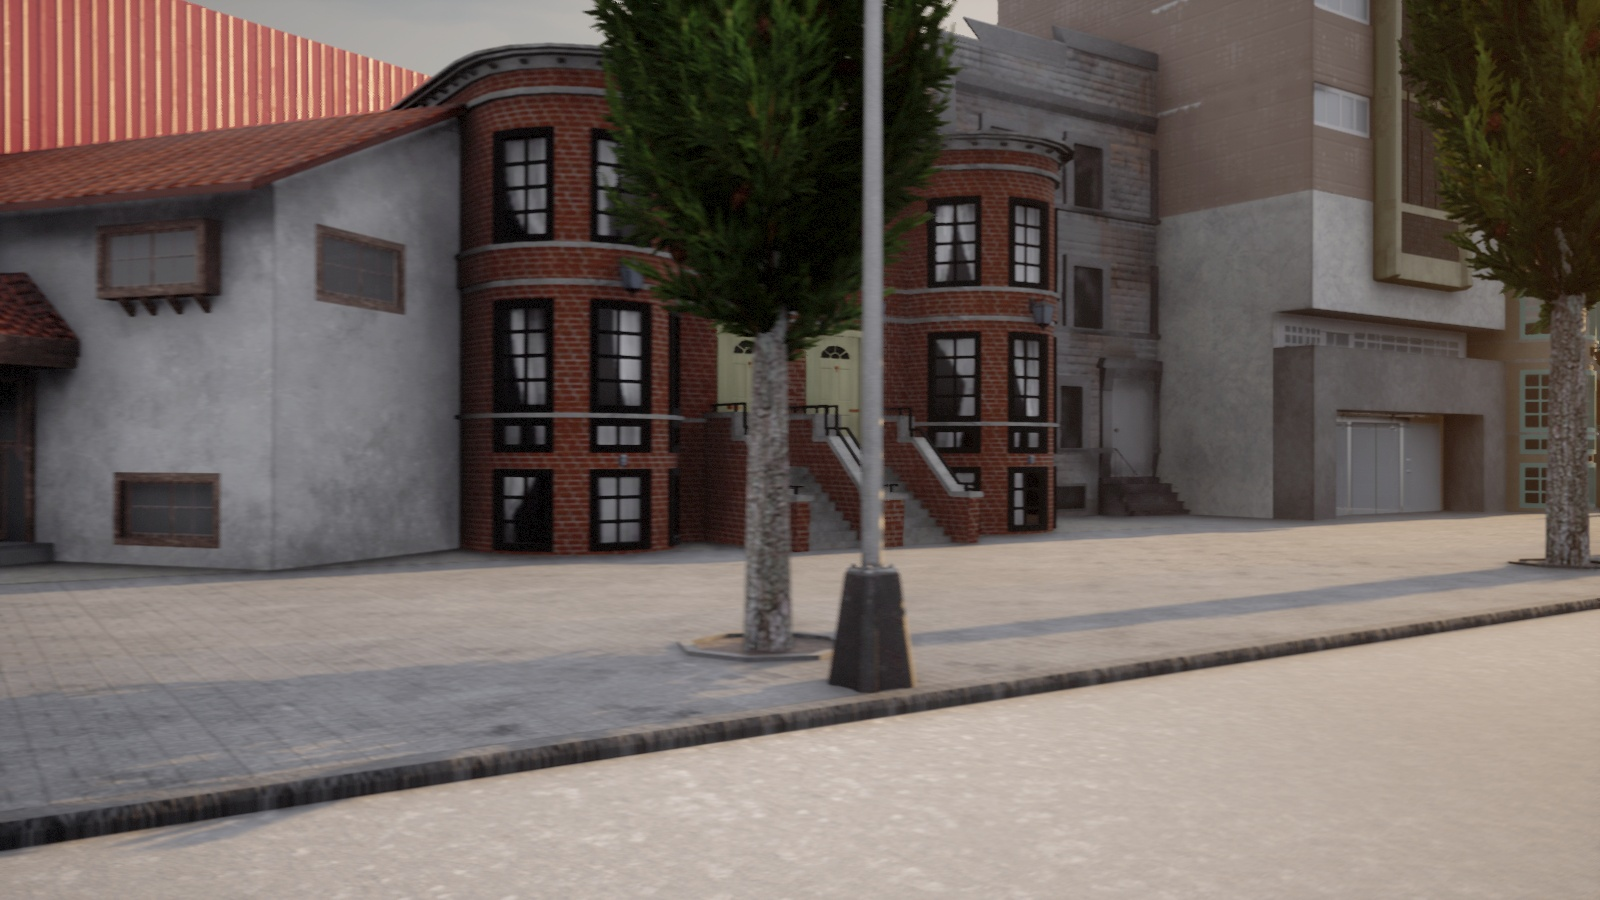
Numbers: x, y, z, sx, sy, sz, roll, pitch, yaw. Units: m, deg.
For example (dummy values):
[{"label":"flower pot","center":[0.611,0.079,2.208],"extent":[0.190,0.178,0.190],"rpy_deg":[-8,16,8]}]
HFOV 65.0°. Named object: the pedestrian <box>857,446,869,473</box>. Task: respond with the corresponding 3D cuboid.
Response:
[{"label":"pedestrian","center":[4.371,0.656,86.924],"extent":[0.328,1.805,0.869],"rpy_deg":[0,0,-36]}]
